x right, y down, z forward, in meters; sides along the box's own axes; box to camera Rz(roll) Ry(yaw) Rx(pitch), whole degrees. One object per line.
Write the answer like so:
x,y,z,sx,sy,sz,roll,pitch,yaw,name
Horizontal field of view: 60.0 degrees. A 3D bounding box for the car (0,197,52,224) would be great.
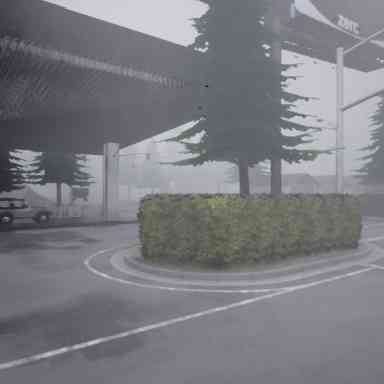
-12.054,1.319,23.427,3.866,1.878,1.905,0,0,-36,car
